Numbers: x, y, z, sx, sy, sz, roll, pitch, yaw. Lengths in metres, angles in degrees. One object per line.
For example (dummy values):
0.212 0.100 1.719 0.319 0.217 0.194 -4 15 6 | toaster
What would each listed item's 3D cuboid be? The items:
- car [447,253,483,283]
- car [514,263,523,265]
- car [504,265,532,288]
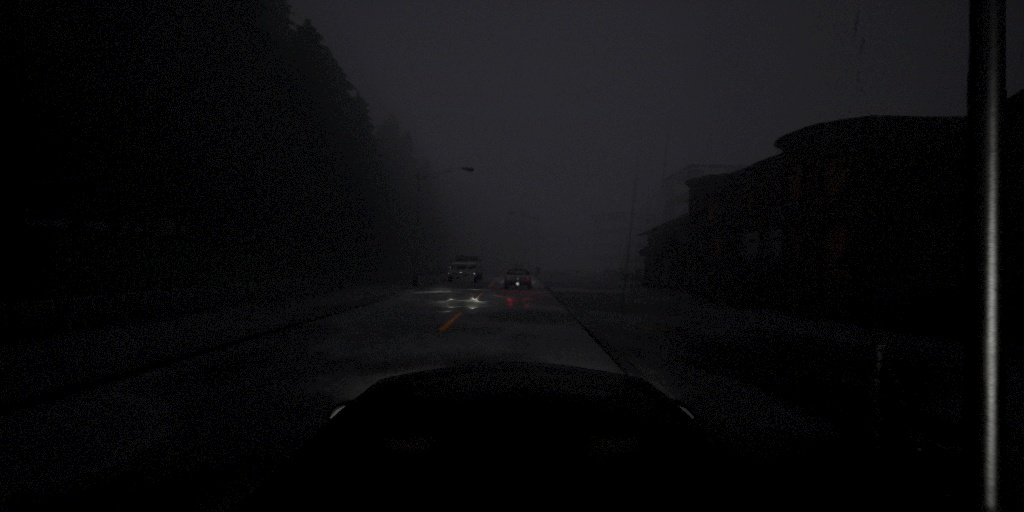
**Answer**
-3.510 0.813 27.850 2.150 2.045 5.566 1 -1 1 | car
1.037 1.868 56.498 2.033 1.411 5.357 1 -1 1 | car
0.450 1.609 26.651 1.895 1.301 4.718 1 -1 1 | car
